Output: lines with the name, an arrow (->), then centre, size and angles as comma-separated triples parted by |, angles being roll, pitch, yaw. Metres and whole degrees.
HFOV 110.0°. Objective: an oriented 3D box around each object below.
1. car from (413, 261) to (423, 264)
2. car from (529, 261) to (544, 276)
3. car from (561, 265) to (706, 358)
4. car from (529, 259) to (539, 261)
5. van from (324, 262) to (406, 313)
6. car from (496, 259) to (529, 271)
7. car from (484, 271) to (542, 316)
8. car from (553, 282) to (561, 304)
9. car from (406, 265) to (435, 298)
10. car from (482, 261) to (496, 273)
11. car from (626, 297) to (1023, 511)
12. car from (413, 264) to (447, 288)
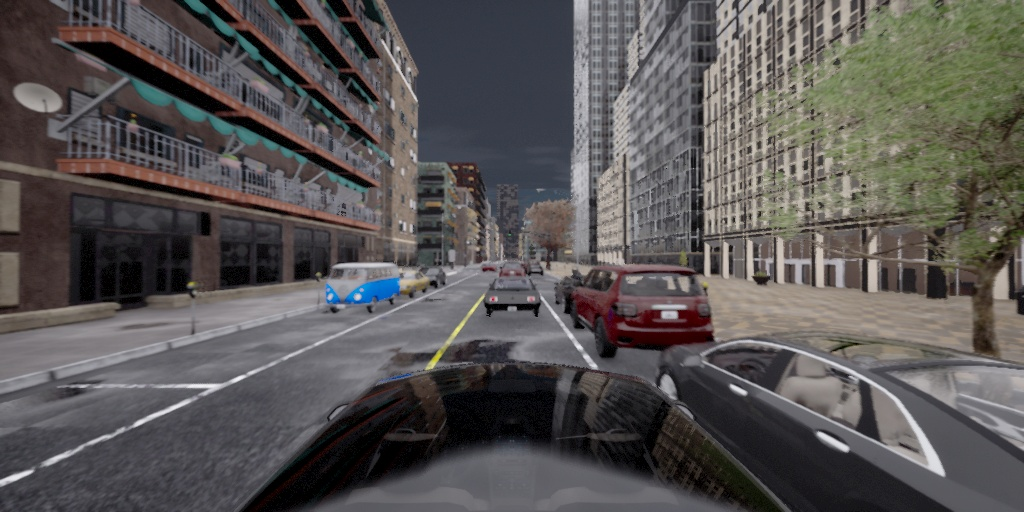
car -> -16.447, 1.468, 60.140 | 4.403, 1.370, 2.007 | 0, 0, -1
car -> 2.683, 1.568, 41.648 | 1.948, 1.339, 4.313 | 0, 0, 0
car -> 2.690, 1.104, 8.512 | 2.192, 1.841, 5.009 | 0, 0, 0
car -> 2.682, 1.354, 47.171 | 2.192, 1.841, 5.009 | 0, 0, 0
van -> -5.693, 1.164, 14.033 | 1.690, 1.789, 3.998 | 0, 0, 0
car -> 0.039, 1.270, 29.229 | 2.097, 1.767, 4.553 | 0, 0, 1
car -> 0.036, 1.422, 13.696 | 1.895, 1.301, 4.718 | 0, 0, 1
car -> 2.689, 1.389, 14.034 | 1.948, 1.339, 4.313 | 0, 0, 0
car -> -5.694, 1.382, 19.386 | 1.751, 1.417, 4.829 | 0, 0, 0
car -> -3.050, 1.650, 48.729 | 1.895, 1.301, 4.718 | 0, 0, 1
car -> 2.691, 1.308, 2.989 | 2.007, 1.370, 4.403 | 0, 0, 0
car -> -5.695, 1.458, 25.079 | 1.948, 1.339, 4.313 | 0, 0, 0
